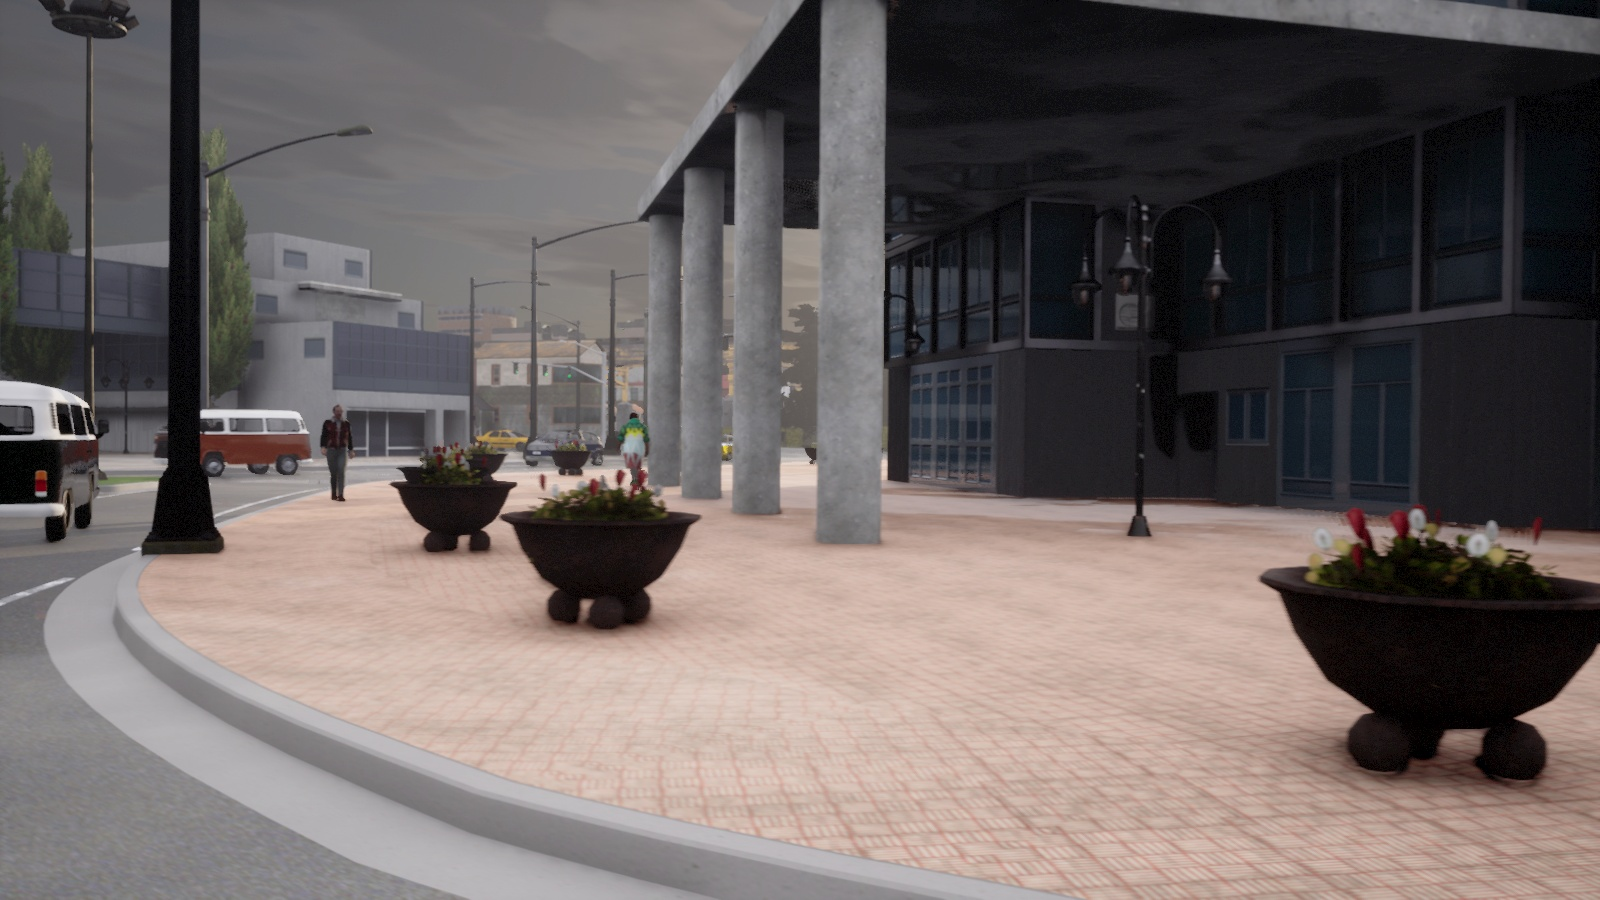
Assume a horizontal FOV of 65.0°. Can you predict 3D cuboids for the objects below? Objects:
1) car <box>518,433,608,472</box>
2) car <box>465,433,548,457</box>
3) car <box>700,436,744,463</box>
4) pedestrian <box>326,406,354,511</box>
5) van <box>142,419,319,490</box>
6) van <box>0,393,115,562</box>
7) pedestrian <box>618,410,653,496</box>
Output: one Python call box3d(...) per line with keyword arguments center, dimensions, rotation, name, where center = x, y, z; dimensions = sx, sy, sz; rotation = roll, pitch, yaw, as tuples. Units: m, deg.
box3d(center=(-9.836, 0.088, 52.333), dimensions=(1.789, 1.549, 3.705), rotation=(0, 1, 26), name="car")
box3d(center=(-19.339, -0.336, 82.764), dimensions=(5.366, 1.575, 1.801), rotation=(0, 1, 25), name="car")
box3d(center=(-4.009, -0.052, 64.724), dimensions=(1.481, 1.376, 2.207), rotation=(0, 1, 21), name="car")
box3d(center=(-8.335, 0.147, 22.743), dimensions=(0.376, 1.854, 0.720), rotation=(-1, 1, -26), name="pedestrian")
box3d(center=(-17.309, 0.083, 38.354), dimensions=(2.069, 2.038, 4.480), rotation=(0, 1, 34), name="van")
box3d(center=(-10.732, 0.315, 17.074), dimensions=(2.069, 2.038, 4.480), rotation=(0, 1, -23), name="van")
box3d(center=(-3.807, 0.051, 29.019), dimensions=(0.659, 1.952, 0.873), rotation=(-1, 1, -16), name="pedestrian")
